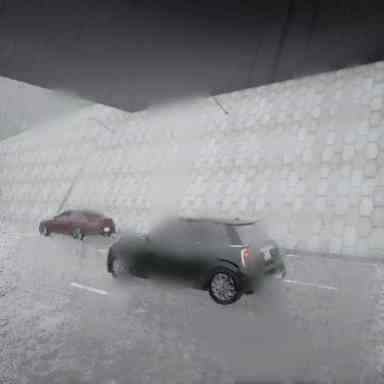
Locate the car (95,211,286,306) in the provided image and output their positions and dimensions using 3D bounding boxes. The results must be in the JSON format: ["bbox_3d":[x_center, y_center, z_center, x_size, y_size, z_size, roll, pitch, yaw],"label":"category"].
[{"bbox_3d":[-0.084,1.390,8.415,4.553,1.767,2.097,0,0,36],"label":"car"}]

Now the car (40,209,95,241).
[{"bbox_3d":[-5.856,1.586,16.965,4.674,1.442,1.812,0,0,36],"label":"car"}]
